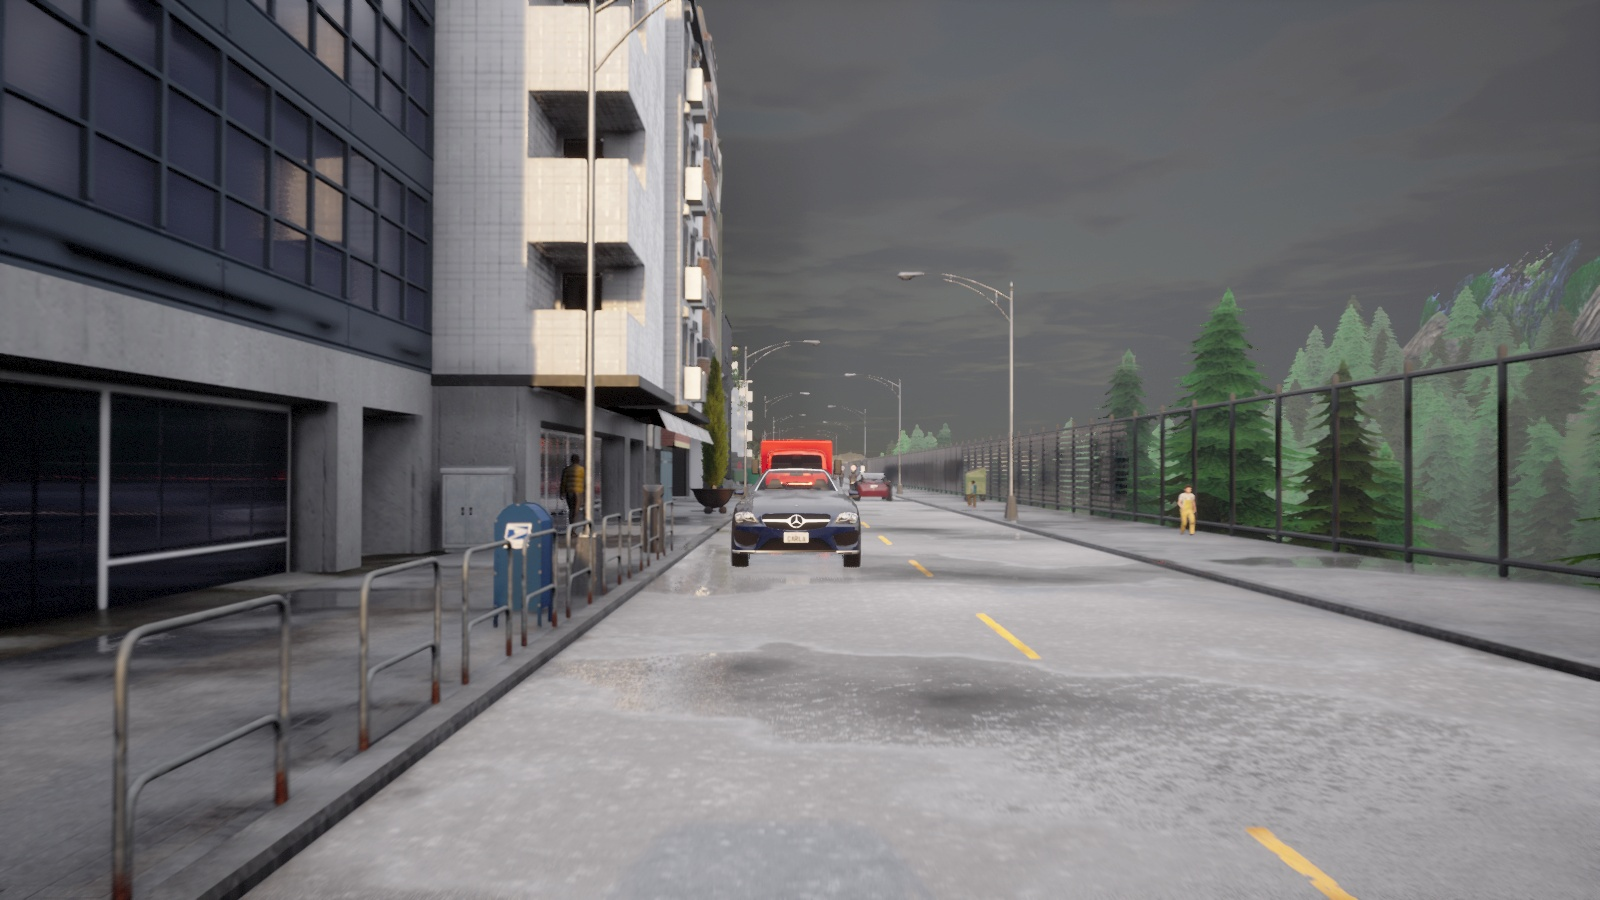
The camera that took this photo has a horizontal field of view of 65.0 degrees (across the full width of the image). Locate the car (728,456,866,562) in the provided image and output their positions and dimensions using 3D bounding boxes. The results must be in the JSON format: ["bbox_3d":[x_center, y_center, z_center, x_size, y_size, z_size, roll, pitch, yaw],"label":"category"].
[{"bbox_3d":[-0.058,0.965,22.210,2.152,1.651,5.027,0,-1,0],"label":"car"}]

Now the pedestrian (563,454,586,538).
[{"bbox_3d":[-4.962,1.007,27.649,0.370,1.835,0.726,0,-1,-1],"label":"pedestrian"}]

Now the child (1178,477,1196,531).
[{"bbox_3d":[9.044,1.260,29.342,0.270,1.263,0.437,0,-1,1],"label":"child"}]

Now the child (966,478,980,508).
[{"bbox_3d":[7.021,1.728,50.890,0.343,1.192,0.448,1,-1,-38],"label":"child"}]

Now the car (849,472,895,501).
[{"bbox_3d":[3.826,1.925,67.235,2.163,1.488,4.792,0,-1,0],"label":"car"}]

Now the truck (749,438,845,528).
[{"bbox_3d":[-0.097,0.947,36.985,2.627,2.467,5.204,0,-1,0],"label":"truck"}]
